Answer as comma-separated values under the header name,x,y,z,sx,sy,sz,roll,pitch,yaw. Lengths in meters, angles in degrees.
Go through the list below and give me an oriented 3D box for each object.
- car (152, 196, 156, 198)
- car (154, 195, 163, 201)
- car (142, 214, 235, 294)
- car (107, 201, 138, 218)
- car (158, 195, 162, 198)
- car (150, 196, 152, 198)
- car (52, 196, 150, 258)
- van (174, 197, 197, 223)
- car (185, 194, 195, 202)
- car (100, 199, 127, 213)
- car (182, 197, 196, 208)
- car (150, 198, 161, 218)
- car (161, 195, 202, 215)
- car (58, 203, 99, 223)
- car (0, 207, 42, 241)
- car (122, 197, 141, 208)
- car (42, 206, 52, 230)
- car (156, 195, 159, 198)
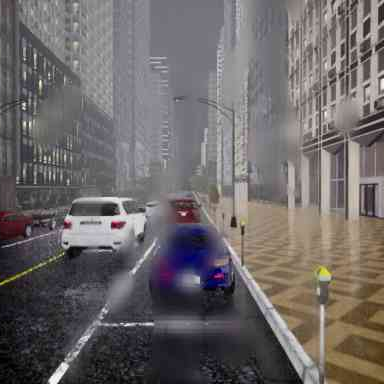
name,x,y,z,sx,sy,sz,roll,pitch,yaw
car,-8.845,1.426,66.141,1.967,1.590,4.097,-1,0,0
car,-8.844,1.545,88.876,1.947,1.339,4.313,-1,0,0
car,0.003,1.524,8.651,1.812,1.442,4.674,0,0,0
car,-6.241,1.558,30.392,1.994,1.385,4.181,0,0,0
car,-3.052,1.482,45.665,2.128,1.511,4.902,0,0,0
car,-8.843,1.569,60.458,1.802,1.307,4.206,-1,0,0
car,-3.144,1.217,12.947,2.150,2.045,5.566,0,0,0
van,-0.465,1.336,26.356,1.690,1.788,3.998,-1,0,0
car,-0.465,1.298,77.509,2.192,1.841,5.009,-1,0,0
car,-8.844,1.544,37.723,2.008,1.369,4.403,-1,0,0
car,-0.463,1.541,49.090,2.008,1.369,4.403,-1,0,0
car,-3.059,1.520,27.253,1.812,1.442,4.674,0,0,0
car,-0.465,1.311,20.672,2.192,1.841,5.009,-1,0,0
car,-8.843,1.577,26.356,1.802,1.307,4.206,-1,0,0
car,-8.843,1.542,14.989,1.887,1.381,4.507,-1,0,0
car,-8.843,1.541,49.090,2.008,1.369,4.403,-1,0,0
car,-8.844,1.547,20.672,2.008,1.369,4.403,-1,0,0
car,-8.843,1.508,77.339,1.752,1.417,4.829,-1,0,0
